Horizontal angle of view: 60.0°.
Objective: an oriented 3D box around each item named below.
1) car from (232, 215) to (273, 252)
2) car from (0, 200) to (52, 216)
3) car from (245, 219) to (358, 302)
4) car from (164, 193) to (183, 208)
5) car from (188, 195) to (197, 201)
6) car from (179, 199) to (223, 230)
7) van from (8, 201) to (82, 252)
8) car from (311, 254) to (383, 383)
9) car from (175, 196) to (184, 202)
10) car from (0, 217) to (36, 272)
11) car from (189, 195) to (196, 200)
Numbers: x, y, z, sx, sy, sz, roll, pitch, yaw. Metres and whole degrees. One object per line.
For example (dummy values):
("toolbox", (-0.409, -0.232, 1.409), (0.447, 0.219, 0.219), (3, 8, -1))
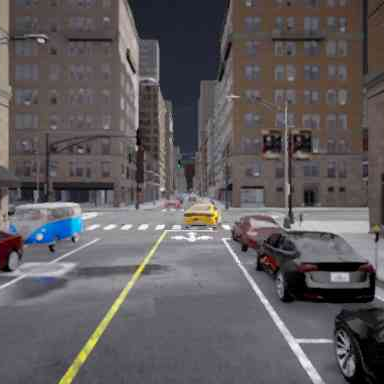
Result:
("car", (2.670, 1.596, 13.659), (1.802, 1.307, 4.206), (0, 0, 0))
("car", (-17.223, 1.585, 33.480), (5.357, 1.411, 2.033), (0, 0, -6))
("car", (2.670, 1.574, 8.074), (1.947, 1.339, 4.313), (0, 0, 0))
("car", (-2.841, 1.405, 48.447), (2.097, 1.767, 4.553), (0, 0, 0))
("car", (0.071, 1.614, 79.279), (2.128, 1.511, 4.902), (0, 0, 0))
("car", (0.801, 1.493, 21.342), (1.882, 1.535, 5.008), (0, 0, 10))
("van", (-5.855, 1.355, 13.657), (1.690, 1.788, 3.998), (0, 0, 0))
("car", (2.670, 1.568, 2.489), (1.947, 1.339, 4.313), (0, 0, 0))
("car", (-2.929, 1.691, 79.075), (1.895, 1.301, 4.718), (0, 0, 0))
("car", (-5.855, 1.553, 8.072), (1.887, 1.381, 4.507), (0, 0, 0))
("car", (0.013, 1.474, 89.699), (1.812, 1.442, 4.674), (0, 0, 0))
